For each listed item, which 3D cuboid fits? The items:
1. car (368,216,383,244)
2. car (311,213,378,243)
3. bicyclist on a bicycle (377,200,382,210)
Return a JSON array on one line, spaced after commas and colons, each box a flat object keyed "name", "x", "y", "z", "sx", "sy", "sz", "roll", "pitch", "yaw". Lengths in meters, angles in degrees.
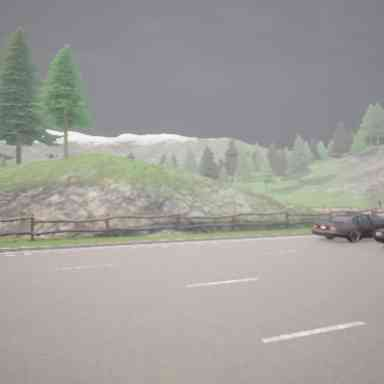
[{"name": "car", "x": 10.278, "y": 1.810, "z": 14.362, "sx": 4.718, "sy": 1.301, "sz": 1.895, "roll": 0, "pitch": -1, "yaw": -21}, {"name": "car", "x": 8.917, "y": 1.821, "z": 17.590, "sx": 5.357, "sy": 1.411, "sz": 2.033, "roll": 0, "pitch": -1, "yaw": -21}, {"name": "bicyclist on a bicycle", "x": 31.569, "y": 2.144, "z": 55.916, "sx": 1.656, "sy": 1.620, "sz": 0.582, "roll": 0, "pitch": -1, "yaw": -41}]
